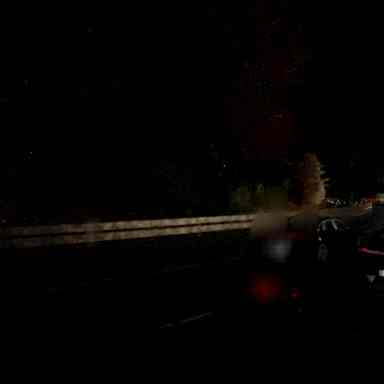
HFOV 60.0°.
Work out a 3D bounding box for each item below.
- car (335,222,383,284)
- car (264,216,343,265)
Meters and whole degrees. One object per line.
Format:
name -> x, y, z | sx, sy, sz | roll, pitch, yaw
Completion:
car -> 6.080, 1.596, 8.858 | 4.902, 1.511, 2.128 | 1, -1, -41
car -> 4.667, 1.625, 12.260 | 4.902, 1.511, 2.128 | 1, -1, -41
